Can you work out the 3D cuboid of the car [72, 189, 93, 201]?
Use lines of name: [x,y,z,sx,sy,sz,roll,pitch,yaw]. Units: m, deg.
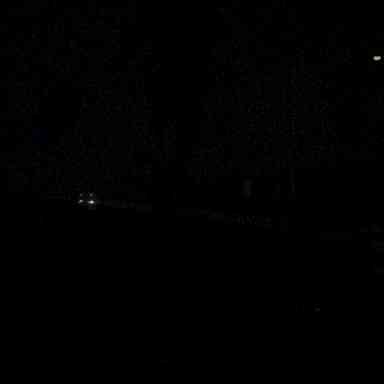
car: [-16.908,0.389,51.258,2.097,1.767,4.553,1,1,-35]
